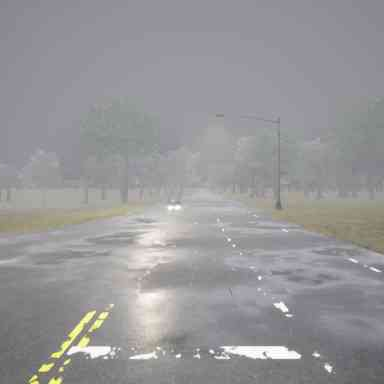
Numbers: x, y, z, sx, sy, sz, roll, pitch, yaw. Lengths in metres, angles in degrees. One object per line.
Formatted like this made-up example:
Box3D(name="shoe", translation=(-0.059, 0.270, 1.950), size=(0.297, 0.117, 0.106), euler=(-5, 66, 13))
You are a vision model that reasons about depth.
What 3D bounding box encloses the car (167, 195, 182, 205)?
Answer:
Box3D(name="car", translation=(-2.522, 1.128, 48.532), size=(2.128, 1.511, 4.902), euler=(0, 1, 2))
